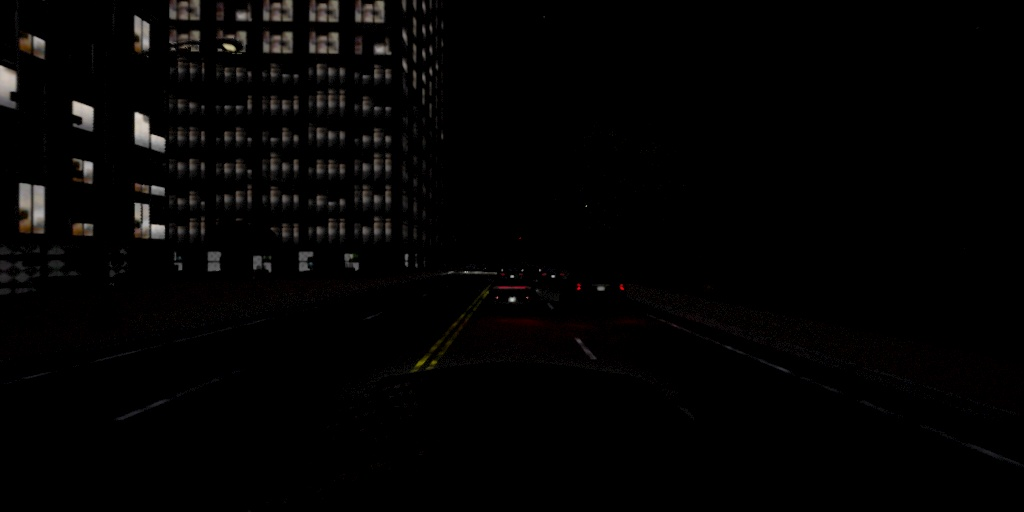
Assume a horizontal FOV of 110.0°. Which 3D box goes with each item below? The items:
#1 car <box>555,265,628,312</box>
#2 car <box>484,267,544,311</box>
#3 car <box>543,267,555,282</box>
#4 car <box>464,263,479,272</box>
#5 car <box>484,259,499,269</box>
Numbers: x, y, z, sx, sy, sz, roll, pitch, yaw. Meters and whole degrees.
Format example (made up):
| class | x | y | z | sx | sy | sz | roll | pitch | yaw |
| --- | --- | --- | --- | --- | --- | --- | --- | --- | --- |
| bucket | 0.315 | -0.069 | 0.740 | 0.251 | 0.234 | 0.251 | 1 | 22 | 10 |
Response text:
| class | x | y | z | sx | sy | sz | roll | pitch | yaw |
| --- | --- | --- | --- | --- | --- | --- | --- | --- | --- |
| car | 3.276 | 1.240 | 15.255 | 2.097 | 1.767 | 4.553 | 0 | -1 | 0 |
| car | 0.025 | 1.383 | 15.347 | 2.128 | 1.511 | 4.902 | 0 | 0 | 0 |
| car | 3.282 | 1.609 | 30.310 | 1.994 | 1.385 | 4.181 | 0 | 0 | 1 |
| car | -6.535 | 1.868 | 59.125 | 1.812 | 1.442 | 4.674 | 0 | -1 | 0 |
| car | -3.285 | 1.559 | 59.053 | 2.150 | 2.045 | 5.566 | 0 | 0 | 1 |
